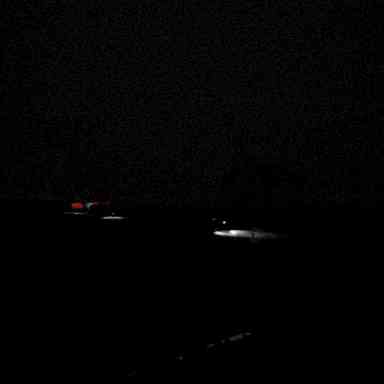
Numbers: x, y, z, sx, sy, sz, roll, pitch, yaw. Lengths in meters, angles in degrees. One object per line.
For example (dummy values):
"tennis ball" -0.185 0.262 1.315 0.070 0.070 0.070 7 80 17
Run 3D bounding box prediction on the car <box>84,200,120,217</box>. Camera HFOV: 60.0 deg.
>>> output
"car" -9.758 1.926 36.725 2.033 1.411 5.357 2 -2 -36

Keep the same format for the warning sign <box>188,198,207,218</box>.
"warning sign" 0.528 1.495 31.688 1.300 1.860 1.060 2 -1 -36

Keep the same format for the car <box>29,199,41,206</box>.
"car" -39.707 2.524 84.005 2.097 1.767 4.553 2 -2 -36

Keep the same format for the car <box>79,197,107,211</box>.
"car" -13.579 1.790 46.822 2.150 2.045 5.566 2 -2 -35

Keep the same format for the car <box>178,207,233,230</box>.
"car" 0.832 1.733 22.275 1.994 1.385 4.181 2 -2 -36

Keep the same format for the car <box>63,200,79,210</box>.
"car" -19.164 1.753 49.726 2.128 1.511 4.902 2 -2 -36

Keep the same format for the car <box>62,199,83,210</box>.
"car" -19.889 2.050 55.358 2.097 1.767 4.553 2 -2 -36
